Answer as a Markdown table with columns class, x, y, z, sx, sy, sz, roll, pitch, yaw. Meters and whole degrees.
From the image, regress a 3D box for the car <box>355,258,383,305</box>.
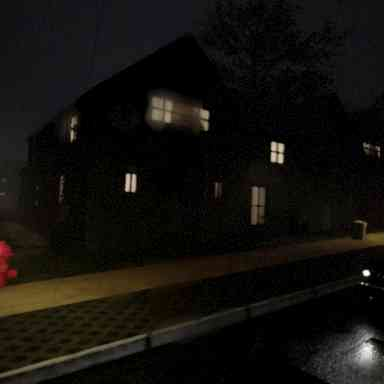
| class | x | y | z | sx | sy | sz | roll | pitch | yaw |
| --- | --- | --- | --- | --- | --- | --- | --- | --- | --- |
| car | 5.446 | 1.611 | 6.892 | 4.718 | 1.301 | 1.895 | 0 | 0 | -35 |
